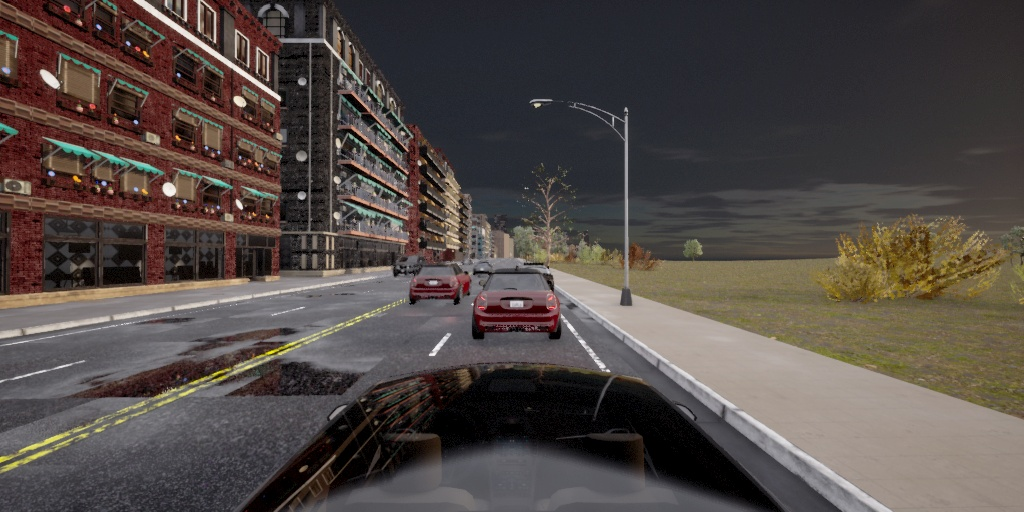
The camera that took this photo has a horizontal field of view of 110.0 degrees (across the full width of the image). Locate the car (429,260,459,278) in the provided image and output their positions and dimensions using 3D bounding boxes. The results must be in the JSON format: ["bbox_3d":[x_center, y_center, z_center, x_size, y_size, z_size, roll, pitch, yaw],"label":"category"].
[{"bbox_3d":[-6.531,1.229,34.964,1.882,1.535,5.008,0,0,0],"label":"car"}]

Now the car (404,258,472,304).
[{"bbox_3d":[-3.125,1.105,16.463,2.097,1.767,4.553,0,0,1],"label":"car"}]

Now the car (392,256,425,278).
[{"bbox_3d":[-9.781,0.973,34.859,2.150,2.045,5.566,0,0,0],"label":"car"}]

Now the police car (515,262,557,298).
[{"bbox_3d":[1.174,1.177,19.689,1.930,1.638,5.238,0,0,0],"label":"police car"}]

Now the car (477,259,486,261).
[{"bbox_3d":[-3.071,1.316,38.900,1.994,1.385,4.181,0,0,0],"label":"car"}]

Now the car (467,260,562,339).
[{"bbox_3d":[0.113,1.103,10.194,2.097,1.767,4.553,0,0,0],"label":"car"}]
